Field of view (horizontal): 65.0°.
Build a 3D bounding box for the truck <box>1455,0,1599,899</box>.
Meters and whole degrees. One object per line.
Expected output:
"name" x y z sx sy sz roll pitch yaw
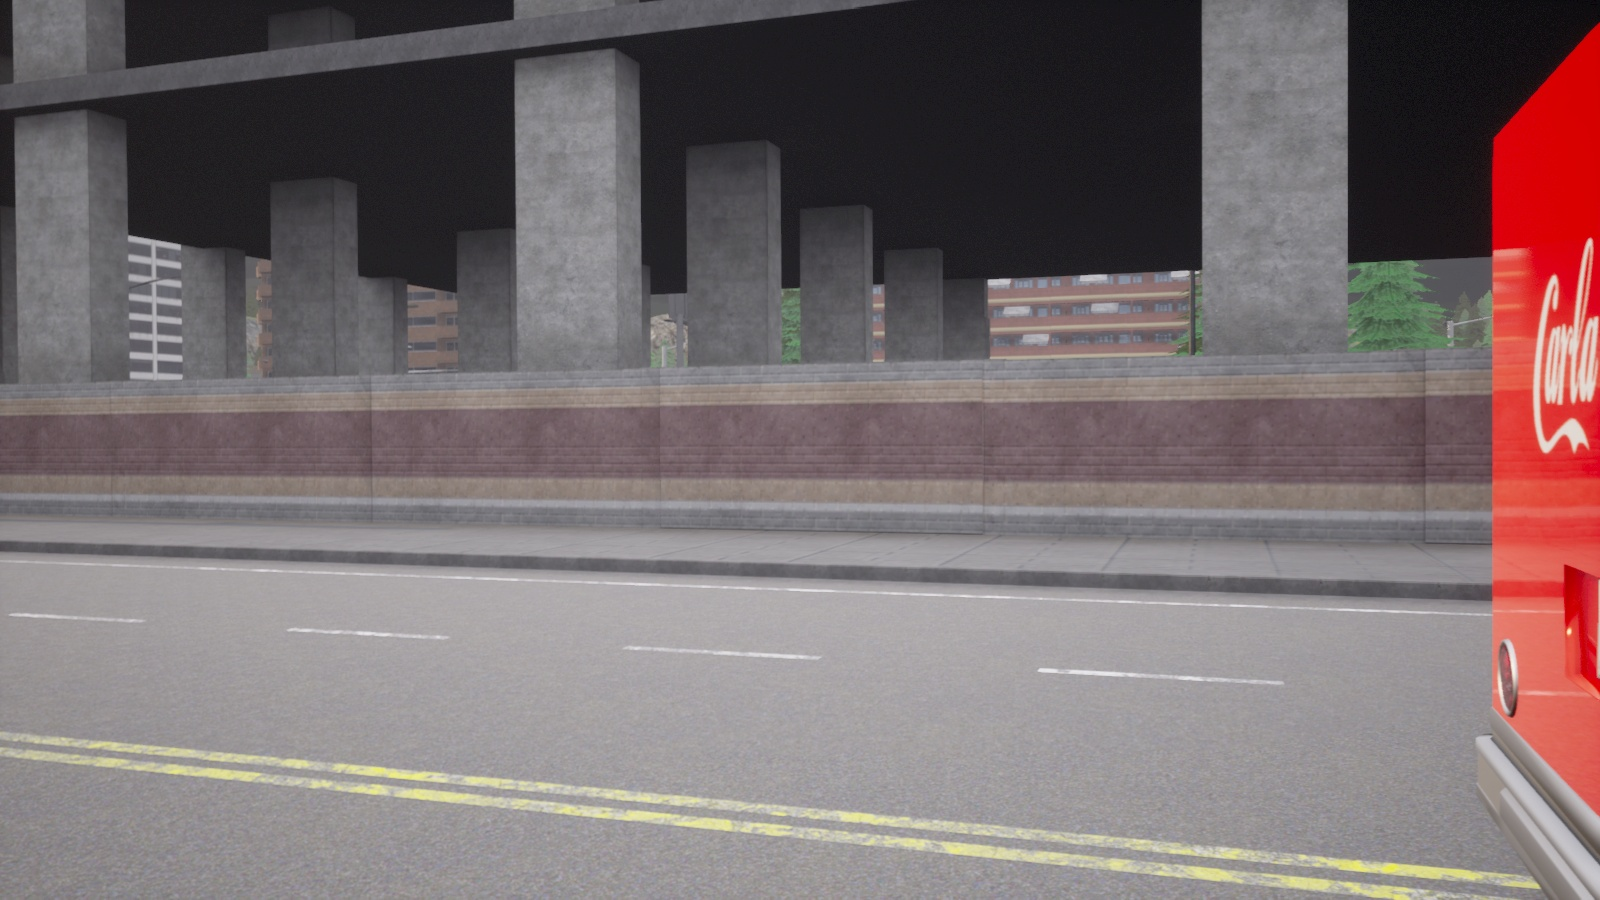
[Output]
"truck" 4.084 0.321 1.812 5.204 2.467 2.627 0 1 19
